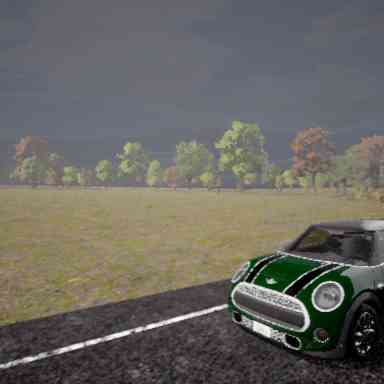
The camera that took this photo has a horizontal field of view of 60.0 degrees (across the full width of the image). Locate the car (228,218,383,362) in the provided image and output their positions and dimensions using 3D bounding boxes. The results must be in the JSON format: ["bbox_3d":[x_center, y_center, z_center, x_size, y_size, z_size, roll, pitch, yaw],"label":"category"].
[{"bbox_3d":[2.809,1.328,5.995,4.553,1.767,2.097,0,0,-35],"label":"car"}]
